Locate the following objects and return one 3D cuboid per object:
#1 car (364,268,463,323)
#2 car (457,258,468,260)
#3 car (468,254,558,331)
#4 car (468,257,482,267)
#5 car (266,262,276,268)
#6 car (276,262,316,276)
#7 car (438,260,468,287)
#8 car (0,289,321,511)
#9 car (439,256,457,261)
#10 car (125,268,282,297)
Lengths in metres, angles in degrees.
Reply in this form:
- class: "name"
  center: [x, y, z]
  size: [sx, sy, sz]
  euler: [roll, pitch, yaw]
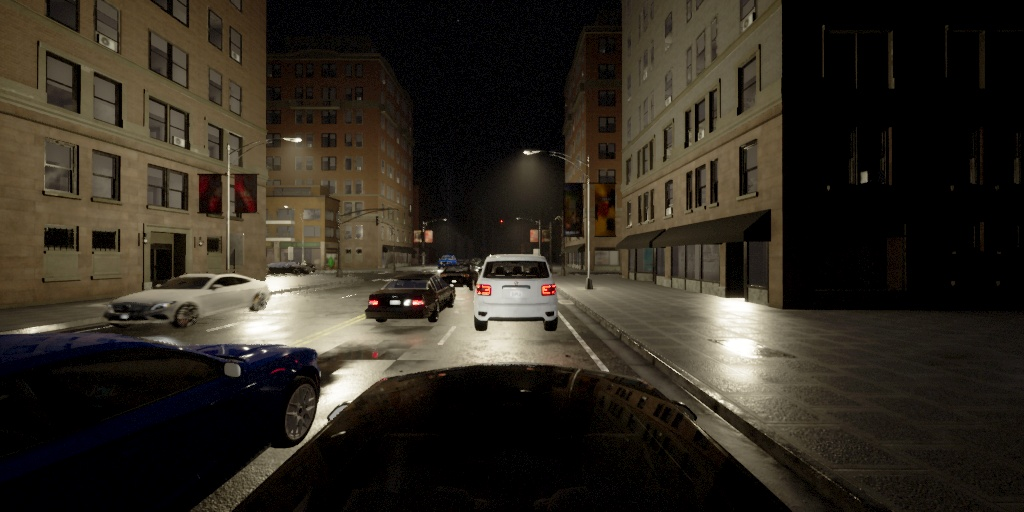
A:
- class: "car"
  center: [-3.153, 1.297, 12.159]
  size: [2.033, 1.411, 5.357]
  euler: [0, 0, 0]
- class: "car"
  center: [-6.590, 1.248, 54.115]
  size: [1.837, 1.490, 4.892]
  euler: [0, 0, 0]
- class: "car"
  center: [0.100, 0.971, 11.090]
  size: [2.150, 2.045, 5.566]
  euler: [0, 0, 0]
- class: "car"
  center: [-6.560, 1.091, 64.261]
  size: [2.097, 1.767, 4.553]
  euler: [0, 0, 0]
- class: "car"
  center: [-25.416, 1.169, 34.109]
  size: [4.097, 1.591, 1.967]
  euler: [0, 0, 0]
- class: "car"
  center: [-23.141, 1.288, 36.638]
  size: [5.357, 1.411, 2.033]
  euler: [0, 0, 0]
- class: "car"
  center: [-3.150, 1.227, 22.012]
  size: [1.882, 1.535, 5.008]
  euler: [0, 0, 0]
- class: "car"
  center: [-3.152, 1.228, 2.196]
  size: [1.882, 1.535, 5.008]
  euler: [0, 0, 0]
- class: "car"
  center: [-9.837, 0.964, 54.889]
  size: [2.150, 2.045, 5.566]
  euler: [0, 0, 0]
- class: "car"
  center: [-9.851, 1.275, 11.447]
  size: [1.812, 1.442, 4.674]
  euler: [0, 0, 0]
